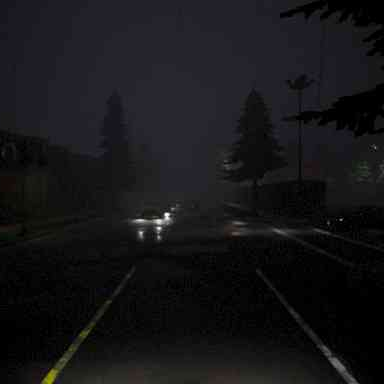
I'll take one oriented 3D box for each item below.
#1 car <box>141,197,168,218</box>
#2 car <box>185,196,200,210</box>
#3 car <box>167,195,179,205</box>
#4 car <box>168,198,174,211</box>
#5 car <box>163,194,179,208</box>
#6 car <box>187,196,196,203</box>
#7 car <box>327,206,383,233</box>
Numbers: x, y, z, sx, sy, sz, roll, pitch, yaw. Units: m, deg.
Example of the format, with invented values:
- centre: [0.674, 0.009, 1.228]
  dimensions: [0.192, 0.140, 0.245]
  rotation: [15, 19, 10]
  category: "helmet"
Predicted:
- centre: [-3.640, 1.561, 31.408]
  dimensions: [1.882, 1.535, 5.008]
  rotation: [0, 0, 0]
  category: "car"
- centre: [0.039, 1.643, 44.326]
  dimensions: [1.812, 1.442, 4.674]
  rotation: [0, 0, 0]
  category: "car"
- centre: [-3.627, 1.525, 65.551]
  dimensions: [2.097, 1.767, 4.553]
  rotation: [0, 0, 0]
  category: "car"
- centre: [-3.652, 1.710, 41.369]
  dimensions: [1.895, 1.301, 4.718]
  rotation: [0, 0, 0]
  category: "car"
- centre: [-3.656, 1.359, 51.848]
  dimensions: [2.150, 2.045, 5.566]
  rotation: [0, 0, 0]
  category: "car"
- centre: [-0.103, 1.678, 75.740]
  dimensions: [1.882, 1.535, 5.008]
  rotation: [0, 0, 0]
  category: "car"
- centre: [10.470, 1.565, 19.419]
  dimensions: [4.902, 1.511, 2.128]
  rotation: [0, 0, 2]
  category: "car"
